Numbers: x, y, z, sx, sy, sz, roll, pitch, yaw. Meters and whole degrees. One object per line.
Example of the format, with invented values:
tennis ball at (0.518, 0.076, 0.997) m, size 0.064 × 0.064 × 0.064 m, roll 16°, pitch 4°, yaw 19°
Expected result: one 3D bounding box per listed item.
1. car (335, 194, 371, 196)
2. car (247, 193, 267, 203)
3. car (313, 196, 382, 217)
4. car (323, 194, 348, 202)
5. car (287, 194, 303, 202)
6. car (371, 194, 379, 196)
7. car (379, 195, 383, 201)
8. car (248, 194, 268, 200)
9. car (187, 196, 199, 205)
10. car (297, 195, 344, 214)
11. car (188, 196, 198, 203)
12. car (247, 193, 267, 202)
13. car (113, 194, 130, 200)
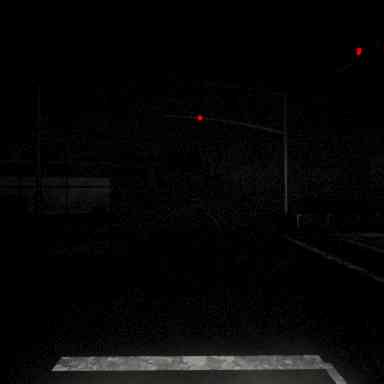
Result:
car at (20.636, 1.320, 43.223) m, size 3.633 × 1.501 × 1.845 m, roll 0°, pitch 0°, yaw 0°
car at (12.827, 1.361, 65.605) m, size 3.806 × 1.475 × 1.970 m, roll 0°, pitch 0°, yaw 0°
car at (13.070, 1.339, 28.212) m, size 4.514 × 1.523 × 2.007 m, roll 0°, pitch 0°, yaw 0°
car at (31.291, 1.298, 72.653) m, size 4.514 × 1.523 × 2.007 m, roll 0°, pitch 0°, yaw 0°
car at (21.306, 1.097, 65.675) m, size 4.605 × 1.855 × 1.932 m, roll 0°, pitch 0°, yaw 0°
car at (38.354, 1.232, 69.017) m, size 3.806 × 1.475 × 1.970 m, roll 0°, pitch 0°, yaw 0°
car at (38.701, 1.153, 62.601) m, size 5.027 × 1.636 × 2.152 m, roll 0°, pitch 0°, yaw 0°
car at (18.102, 1.333, 91.563) m, size 4.902 × 1.511 × 2.128 m, roll 0°, pitch 0°, yaw 0°
car at (0.229, 1.505, 59.243) m, size 1.837 × 1.490 × 4.892 m, roll 0°, pitch 0°, yaw 0°
car at (13.006, 1.330, 31.348) m, size 5.027 × 1.636 × 2.152 m, roll 0°, pitch 0°, yaw 0°
car at (0.249, 1.547, 69.629) m, size 2.033 × 1.411 × 5.357 m, roll 0°, pitch 0°, yaw 0°
car at (13.426, 1.077, 68.932) m, size 3.866 × 1.878 × 1.905 m, roll 0°, pitch 0°, yaw 0°
car at (-19.433, 1.332, 91.525) m, size 4.674 × 1.442 × 1.812 m, roll 0°, pitch 0°, yaw 0°
